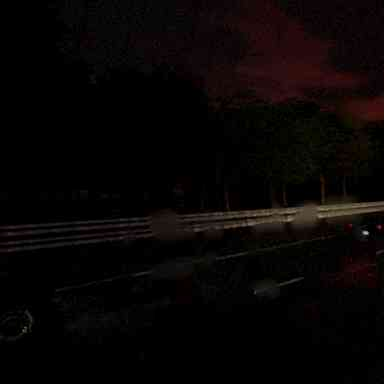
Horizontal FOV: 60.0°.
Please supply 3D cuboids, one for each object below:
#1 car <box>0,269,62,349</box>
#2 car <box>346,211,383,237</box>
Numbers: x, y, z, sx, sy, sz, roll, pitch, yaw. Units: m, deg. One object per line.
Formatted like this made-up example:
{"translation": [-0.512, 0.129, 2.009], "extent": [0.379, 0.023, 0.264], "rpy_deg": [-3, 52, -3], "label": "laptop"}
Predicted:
{"translation": [-4.430, 1.726, 4.650], "extent": [4.718, 1.301, 1.895], "rpy_deg": [0, -1, -41], "label": "car"}
{"translation": [9.963, 1.657, 17.420], "extent": [4.718, 1.301, 1.895], "rpy_deg": [0, -1, -42], "label": "car"}
